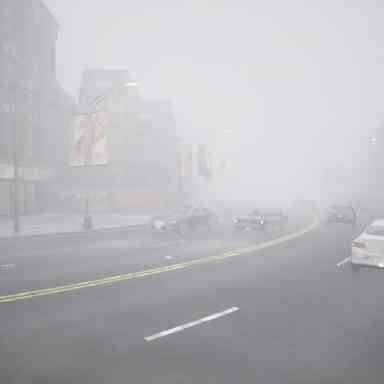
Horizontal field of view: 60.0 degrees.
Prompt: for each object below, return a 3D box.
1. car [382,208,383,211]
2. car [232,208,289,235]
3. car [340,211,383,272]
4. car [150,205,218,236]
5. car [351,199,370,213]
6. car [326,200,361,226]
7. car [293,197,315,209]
[{"bbox_3d":[13.171,1.469,20.927,1.882,1.535,5.008,0,0,26],"label":"car"},{"bbox_3d":[4.004,1.588,18.904,1.895,1.301,4.718,0,0,31],"label":"car"},{"bbox_3d":[6.128,1.522,9.907,1.812,1.442,4.674,0,0,40],"label":"car"},{"bbox_3d":[-0.317,1.476,18.732,2.128,1.511,4.902,0,0,34],"label":"car"},{"bbox_3d":[17.762,1.529,36.769,2.033,1.411,5.357,0,0,8],"label":"car"},{"bbox_3d":[10.225,1.536,22.812,2.033,1.411,5.357,0,0,25],"label":"car"},{"bbox_3d":[14.779,1.451,44.109,1.882,1.535,5.008,0,0,2],"label":"car"}]
